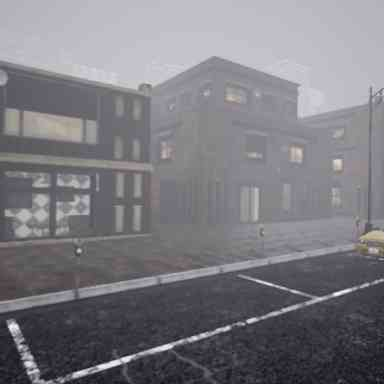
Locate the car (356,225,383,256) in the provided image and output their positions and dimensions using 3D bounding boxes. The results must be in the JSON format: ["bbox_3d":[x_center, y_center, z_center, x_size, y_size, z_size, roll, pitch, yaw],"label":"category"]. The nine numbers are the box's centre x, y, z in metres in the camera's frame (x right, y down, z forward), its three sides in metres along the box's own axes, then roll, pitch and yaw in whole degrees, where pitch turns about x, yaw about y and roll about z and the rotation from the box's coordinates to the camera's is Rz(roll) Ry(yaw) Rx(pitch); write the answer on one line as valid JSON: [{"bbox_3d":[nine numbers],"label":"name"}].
[{"bbox_3d":[7.798,1.576,12.069,4.829,1.417,1.752,0,1,-36],"label":"car"}]
